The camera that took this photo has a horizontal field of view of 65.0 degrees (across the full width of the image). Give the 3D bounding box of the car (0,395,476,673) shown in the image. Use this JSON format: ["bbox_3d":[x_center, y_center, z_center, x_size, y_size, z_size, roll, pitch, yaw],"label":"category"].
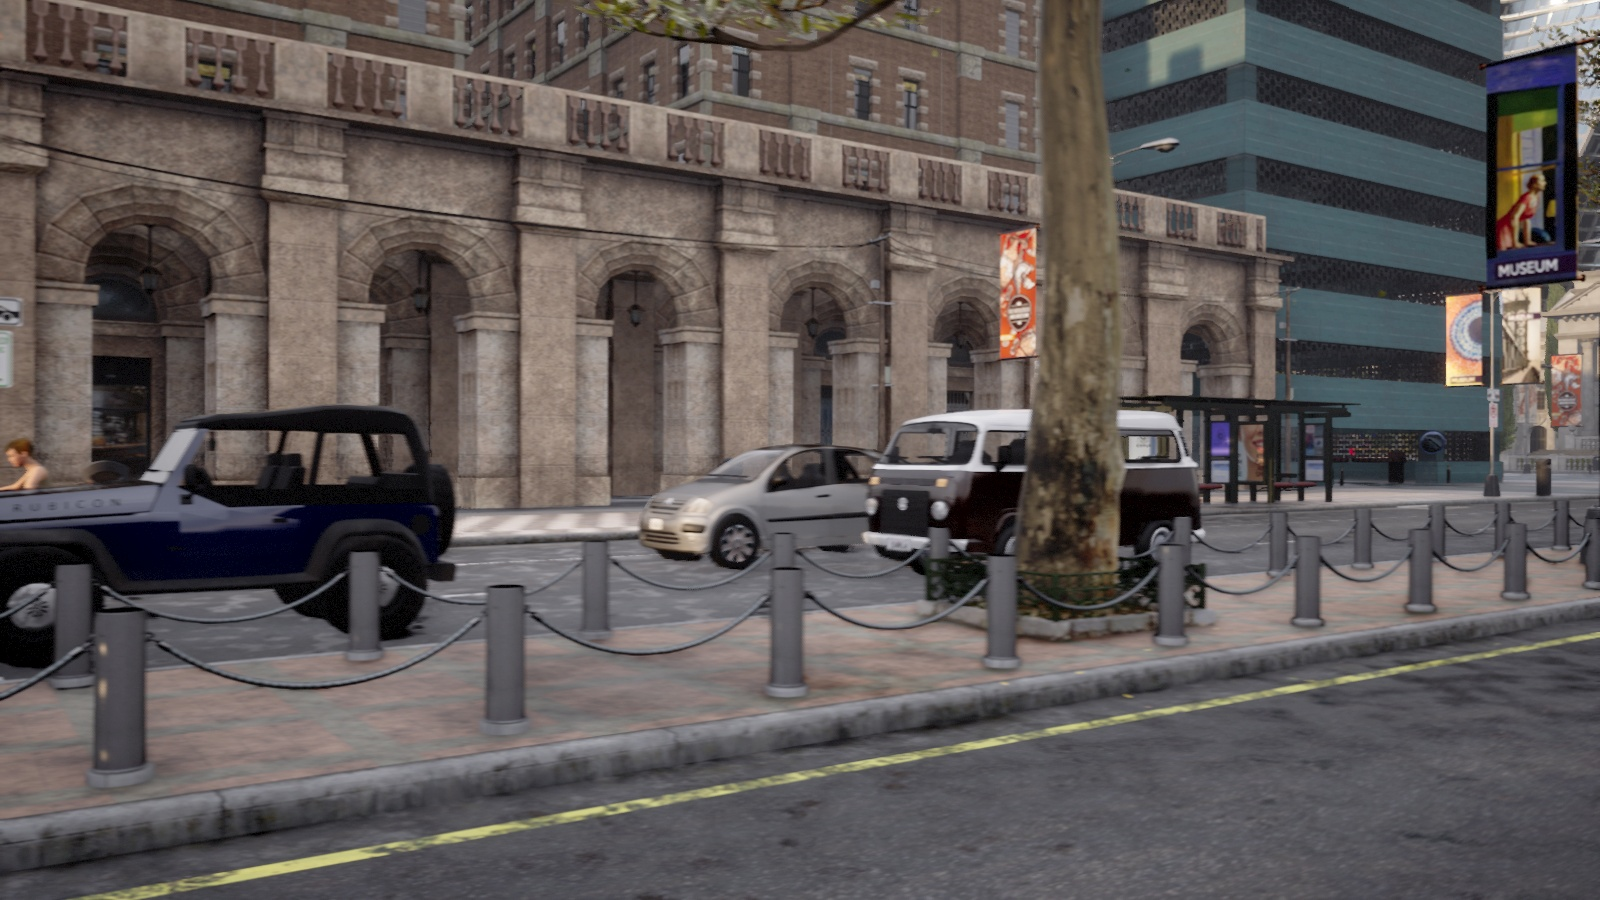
[{"bbox_3d":[-4.810,0.577,10.058,3.866,1.878,1.905,0,0,-35],"label":"car"}]

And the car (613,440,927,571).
[{"bbox_3d":[-0.366,0.686,17.416,3.988,1.617,1.851,0,0,-35],"label":"car"}]

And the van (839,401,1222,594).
[{"bbox_3d":[2.896,0.499,15.423,4.480,2.038,2.069,0,0,-35],"label":"van"}]

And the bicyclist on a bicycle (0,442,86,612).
[{"bbox_3d":[-7.848,0.728,12.202,1.509,1.612,0.866,0,0,-35],"label":"bicyclist on a bicycle"}]
